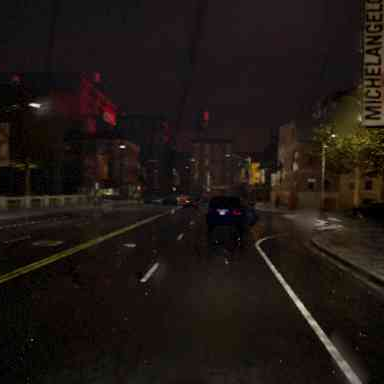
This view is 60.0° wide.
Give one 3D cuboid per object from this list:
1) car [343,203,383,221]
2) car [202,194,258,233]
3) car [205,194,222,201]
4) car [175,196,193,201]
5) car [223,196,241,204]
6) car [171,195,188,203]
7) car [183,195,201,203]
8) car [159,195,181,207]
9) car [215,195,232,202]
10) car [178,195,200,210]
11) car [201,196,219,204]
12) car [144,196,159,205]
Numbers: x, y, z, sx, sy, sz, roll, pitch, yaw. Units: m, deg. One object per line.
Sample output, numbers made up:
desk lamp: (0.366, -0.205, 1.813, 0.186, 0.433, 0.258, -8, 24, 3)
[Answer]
car: (15.976, 1.713, 29.159, 5.008, 1.535, 1.882, 1, 0, 4)
car: (2.547, 1.245, 20.430, 2.150, 2.045, 5.566, 0, 0, 20)
car: (5.390, 1.338, 82.844, 2.097, 1.767, 4.553, 1, 0, 38)
car: (-1.819, 1.495, 78.056, 1.895, 1.301, 4.718, 1, 0, 34)
car: (8.118, 1.620, 67.381, 2.033, 1.411, 5.357, 1, 0, 25)
car: (-2.579, 1.374, 69.455, 1.882, 1.535, 5.008, 1, 0, 20)
car: (0.060, 1.419, 66.569, 1.882, 1.535, 5.008, 1, 0, 20)
car: (-3.257, 1.379, 50.205, 1.882, 1.535, 5.008, 1, 0, 5)
car: (7.605, 1.567, 80.020, 1.812, 1.442, 4.674, 1, 0, 38)
car: (-0.142, 1.507, 43.508, 2.033, 1.411, 5.357, 1, 0, 4)
car: (3.640, 1.548, 65.732, 2.033, 1.411, 5.357, 1, 0, 21)
car: (-6.403, 1.394, 54.006, 2.033, 1.411, 5.357, 1, 0, 6)
